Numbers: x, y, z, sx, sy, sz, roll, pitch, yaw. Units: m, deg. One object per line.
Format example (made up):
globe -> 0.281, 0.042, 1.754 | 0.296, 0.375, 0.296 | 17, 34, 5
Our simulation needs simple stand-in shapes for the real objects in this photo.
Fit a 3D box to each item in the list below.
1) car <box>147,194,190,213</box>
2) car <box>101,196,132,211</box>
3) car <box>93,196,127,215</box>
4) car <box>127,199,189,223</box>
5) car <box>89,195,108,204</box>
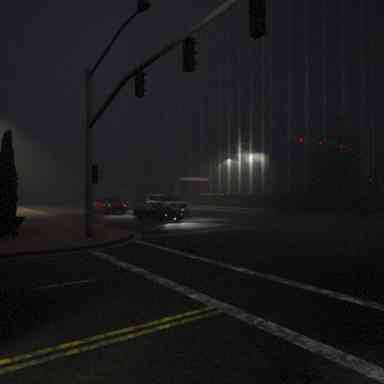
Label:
car -> -2.417, 1.221, 31.579 | 2.150, 2.045, 5.566 | 0, 0, -36
car -> -9.461, 1.352, 41.286 | 2.097, 1.767, 4.553 | 0, 0, -36
car -> -8.366, 1.352, 33.820 | 2.097, 1.767, 4.553 | 0, 0, -36
car -> -2.801, 1.547, 26.155 | 2.033, 1.411, 5.357 | 0, 0, -36
car -> -18.680, 1.478, 66.225 | 1.882, 1.535, 5.008 | 0, 0, -36
